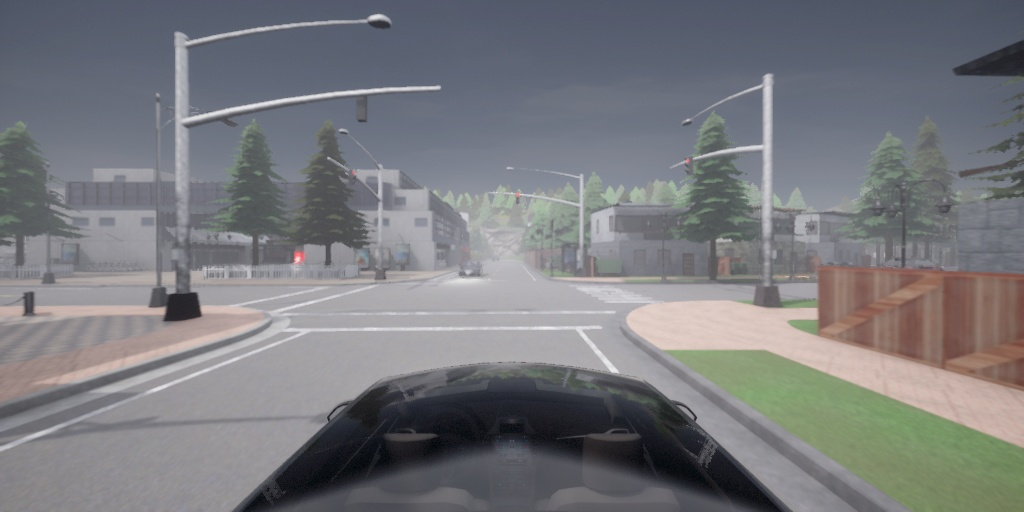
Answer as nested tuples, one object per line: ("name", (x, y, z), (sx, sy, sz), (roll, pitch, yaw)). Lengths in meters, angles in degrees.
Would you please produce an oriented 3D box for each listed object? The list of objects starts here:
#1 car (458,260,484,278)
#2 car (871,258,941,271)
("car", (-3.506, 1.091, 31.357), (2.128, 1.511, 4.902), (0, 1, 0))
("car", (25.989, 0.930, 23.817), (4.553, 1.767, 2.097), (0, 0, -19))
